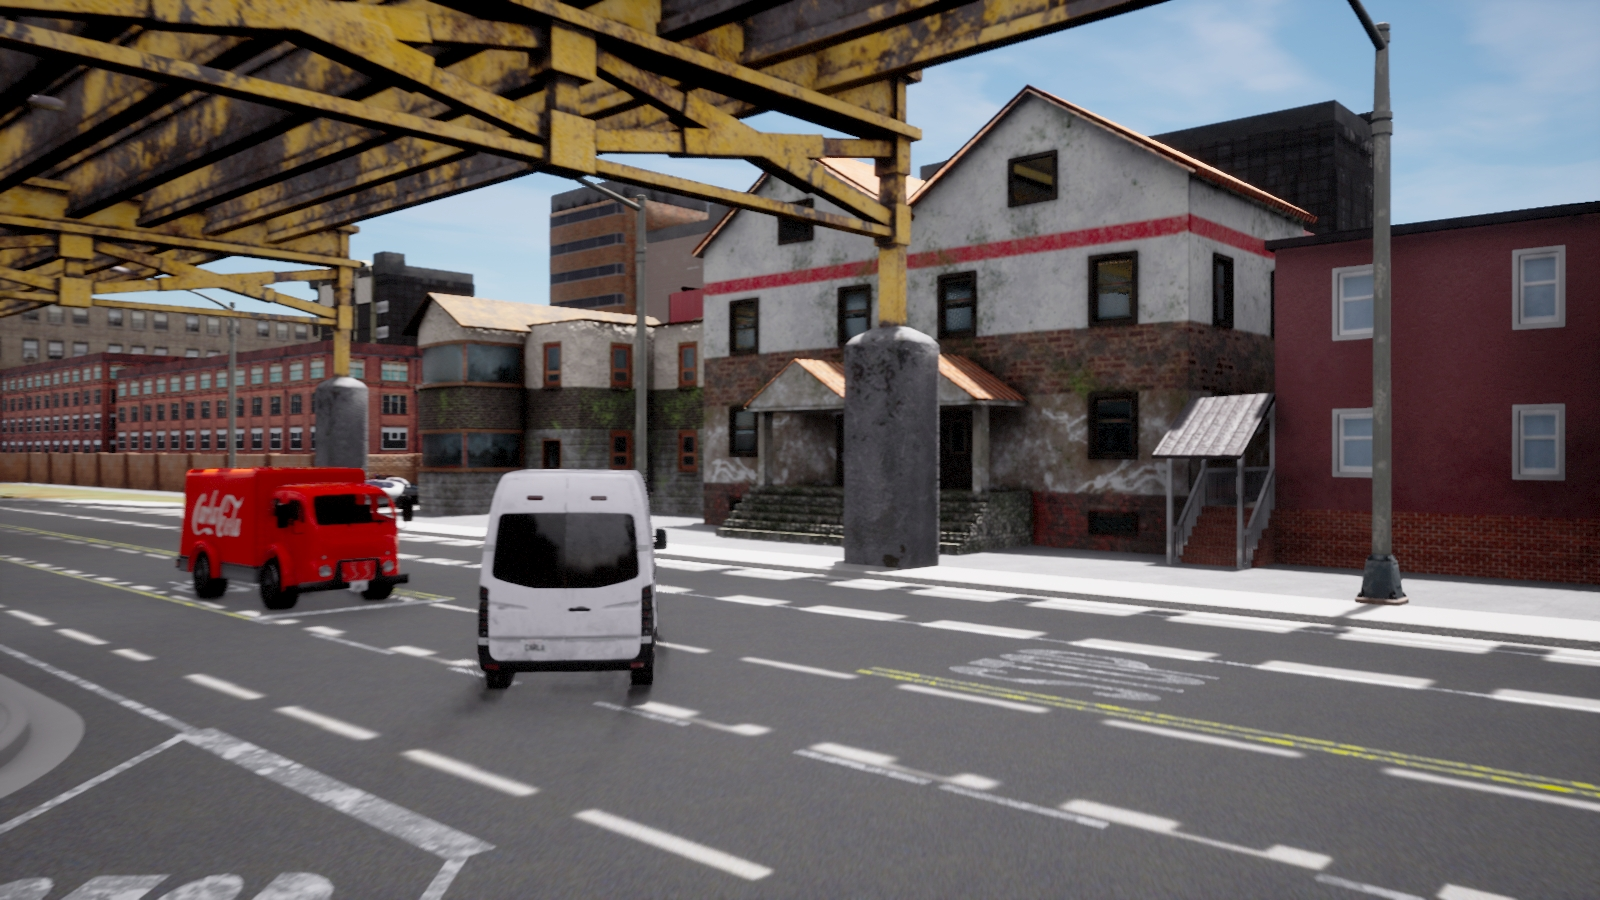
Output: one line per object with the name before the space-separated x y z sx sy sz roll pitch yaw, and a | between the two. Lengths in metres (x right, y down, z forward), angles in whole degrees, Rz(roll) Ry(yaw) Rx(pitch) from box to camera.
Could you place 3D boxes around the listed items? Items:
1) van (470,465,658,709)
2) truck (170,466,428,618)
van | -2.948 1.533 15.416 1.988 2.561 5.915 1 0 -7
truck | -9.633 1.567 21.755 5.204 2.467 2.627 0 0 43
